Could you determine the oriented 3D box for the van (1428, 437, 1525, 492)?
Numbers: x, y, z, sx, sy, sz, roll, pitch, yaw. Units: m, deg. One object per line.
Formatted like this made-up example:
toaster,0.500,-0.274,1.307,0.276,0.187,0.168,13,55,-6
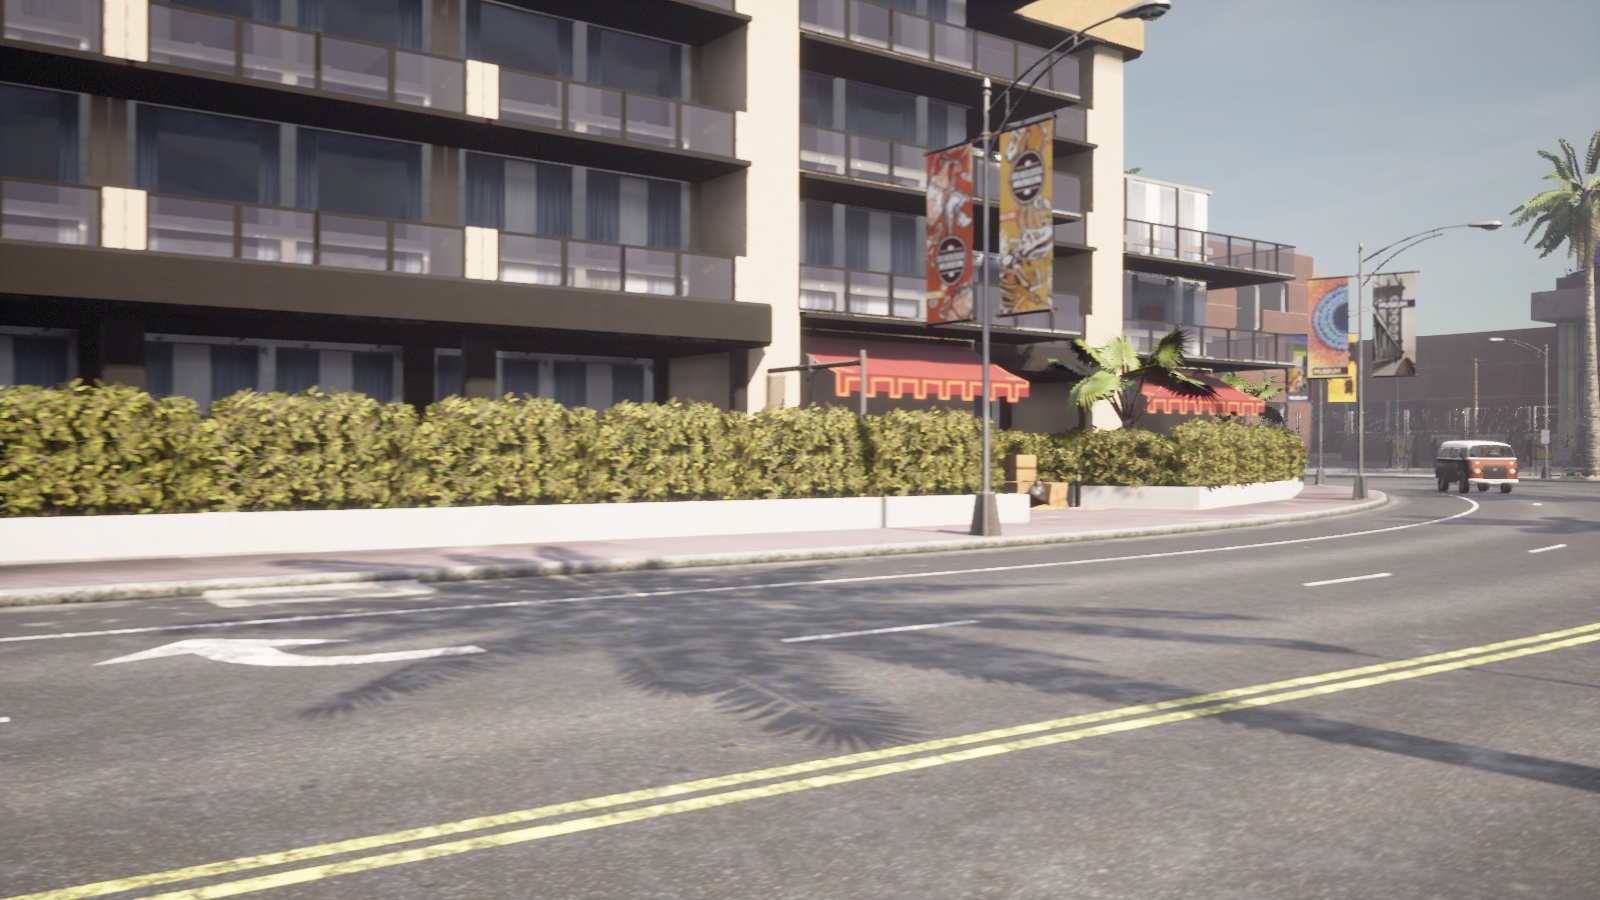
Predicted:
van,26.266,0.533,48.935,2.069,2.038,4.480,0,0,10
